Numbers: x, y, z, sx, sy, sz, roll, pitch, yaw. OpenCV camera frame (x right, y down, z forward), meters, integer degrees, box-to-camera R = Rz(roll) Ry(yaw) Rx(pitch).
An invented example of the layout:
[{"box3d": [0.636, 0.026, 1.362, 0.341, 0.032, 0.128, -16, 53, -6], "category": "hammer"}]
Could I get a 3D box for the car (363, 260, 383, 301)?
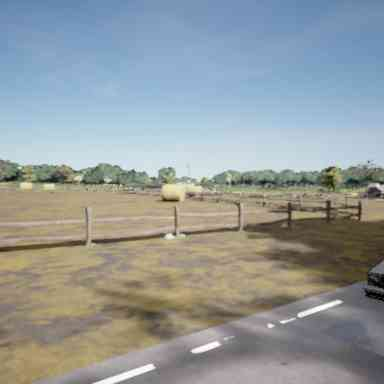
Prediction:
[{"box3d": [5.899, 1.531, 7.172, 5.357, 1.411, 2.033, 0, 0, -35], "category": "car"}]
